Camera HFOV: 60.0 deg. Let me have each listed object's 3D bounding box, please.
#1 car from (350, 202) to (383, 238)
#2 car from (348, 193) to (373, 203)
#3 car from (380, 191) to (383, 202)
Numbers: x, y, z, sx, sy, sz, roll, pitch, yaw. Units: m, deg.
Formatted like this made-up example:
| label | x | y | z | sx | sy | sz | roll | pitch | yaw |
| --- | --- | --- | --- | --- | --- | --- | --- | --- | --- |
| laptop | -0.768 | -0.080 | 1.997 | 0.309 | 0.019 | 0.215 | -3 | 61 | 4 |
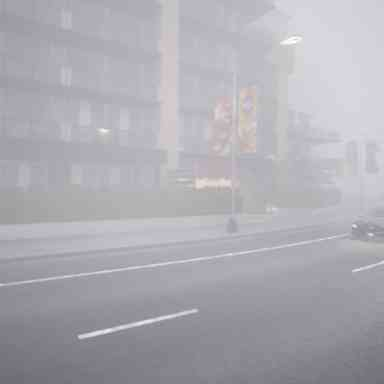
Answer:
| label | x | y | z | sx | sy | sz | roll | pitch | yaw |
| --- | --- | --- | --- | --- | --- | --- | --- | --- | --- |
| car | 9.515 | 1.419 | 16.012 | 5.357 | 1.411 | 2.033 | 0 | 1 | -44 |
| car | 27.111 | 1.006 | 53.654 | 1.882 | 1.535 | 5.008 | 1 | 1 | -2 |
| car | 30.598 | 0.841 | 50.163 | 2.150 | 2.045 | 5.566 | 1 | 1 | 4 |
